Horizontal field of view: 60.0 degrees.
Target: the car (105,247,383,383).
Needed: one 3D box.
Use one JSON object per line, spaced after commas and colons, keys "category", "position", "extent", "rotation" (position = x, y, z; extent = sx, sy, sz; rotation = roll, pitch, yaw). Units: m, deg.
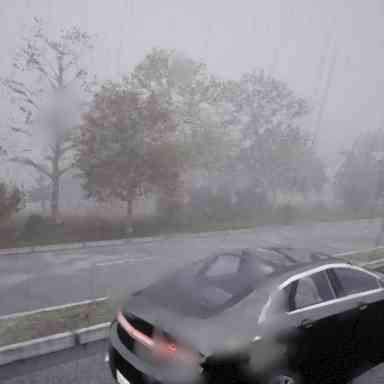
{"category": "car", "position": [1.361, 1.511, 4.408], "extent": [4.902, 1.511, 2.128], "rotation": [0, 0, -35]}
